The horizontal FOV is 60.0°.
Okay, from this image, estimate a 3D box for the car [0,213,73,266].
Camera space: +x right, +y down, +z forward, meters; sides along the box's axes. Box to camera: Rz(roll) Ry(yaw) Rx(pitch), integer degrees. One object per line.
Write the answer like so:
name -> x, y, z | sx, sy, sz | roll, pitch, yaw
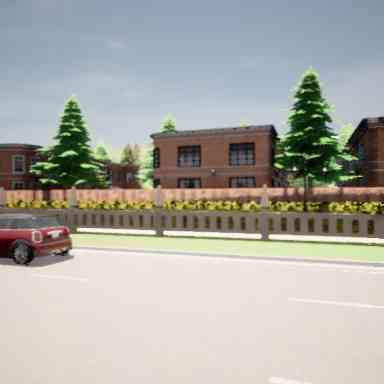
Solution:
car -> -6.832, 1.575, 12.444 | 4.553, 1.767, 2.097 | 0, -1, 19
